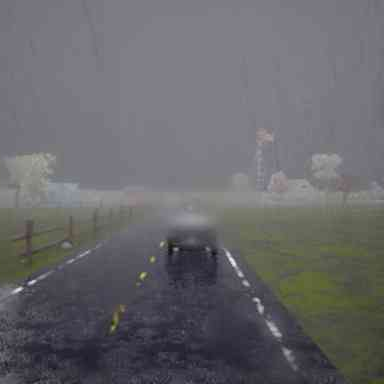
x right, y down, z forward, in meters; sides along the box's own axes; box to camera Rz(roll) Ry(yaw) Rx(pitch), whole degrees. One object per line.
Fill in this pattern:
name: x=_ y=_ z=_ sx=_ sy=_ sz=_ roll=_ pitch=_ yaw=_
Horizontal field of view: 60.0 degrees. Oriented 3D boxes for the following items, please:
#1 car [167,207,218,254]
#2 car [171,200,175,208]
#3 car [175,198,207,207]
car: x=0.032 y=1.618 z=14.245 sx=1.882 sy=1.535 sz=5.008 roll=0 pitch=0 yaw=0
car: x=-2.790 y=2.097 z=60.994 sx=1.882 sy=1.535 sz=5.008 roll=0 pitch=-1 yaw=1
car: x=0.017 y=1.498 z=27.570 sx=2.150 sy=2.045 sz=5.566 roll=0 pitch=0 yaw=0
